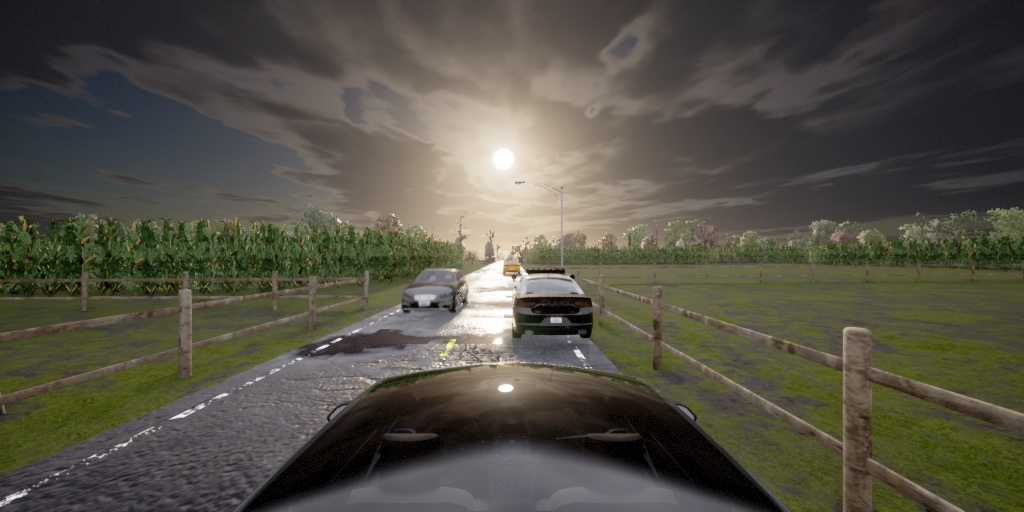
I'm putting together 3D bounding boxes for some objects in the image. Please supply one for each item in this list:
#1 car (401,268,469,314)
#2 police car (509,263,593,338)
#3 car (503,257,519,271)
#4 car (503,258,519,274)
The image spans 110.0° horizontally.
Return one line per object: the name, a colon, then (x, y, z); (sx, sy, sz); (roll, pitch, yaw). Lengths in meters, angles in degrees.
car: (-2.780, 1.240, 13.803); (2.128, 1.511, 4.902); (0, 0, 0)
police car: (0.943, 1.175, 10.292); (1.930, 1.638, 5.238); (0, 0, 0)
car: (-0.105, 1.073, 50.583); (2.097, 1.767, 4.553); (0, 0, 0)
car: (-0.020, 1.212, 40.487); (1.882, 1.535, 5.008); (0, 0, 0)
